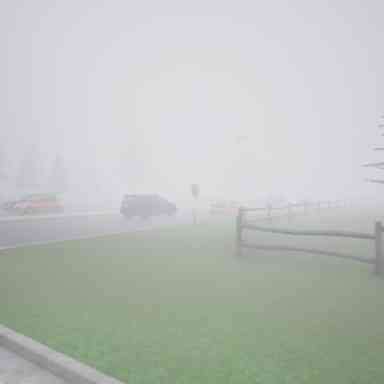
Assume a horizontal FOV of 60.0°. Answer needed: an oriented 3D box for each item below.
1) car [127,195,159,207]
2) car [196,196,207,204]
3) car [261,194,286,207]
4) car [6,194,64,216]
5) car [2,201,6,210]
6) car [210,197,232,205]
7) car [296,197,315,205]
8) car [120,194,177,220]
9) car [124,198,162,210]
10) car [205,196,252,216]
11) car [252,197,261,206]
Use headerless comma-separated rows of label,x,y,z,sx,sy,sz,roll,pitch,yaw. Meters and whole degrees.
car,-7.268,1.314,49.518,2.097,1.767,4.553,0,0,35
car,2.507,1.466,63.309,2.128,1.511,4.902,0,0,36
car,12.985,1.486,52.034,1.837,1.490,4.892,0,0,36
car,-14.944,1.317,32.308,2.097,1.767,4.553,0,0,35
car,-17.032,1.182,35.440,2.150,2.045,5.566,0,0,35
car,5.325,1.570,61.234,1.895,1.301,4.718,0,0,36
car,18.304,1.549,53.393,1.994,1.385,4.181,0,0,36
car,-3.596,1.200,28.184,2.150,2.045,5.566,0,0,35
car,-6.476,1.512,44.540,2.033,1.411,5.357,0,0,35
car,3.631,1.460,32.459,1.882,1.535,5.008,0,0,35
car,11.014,1.540,55.354,1.994,1.385,4.181,0,0,36
